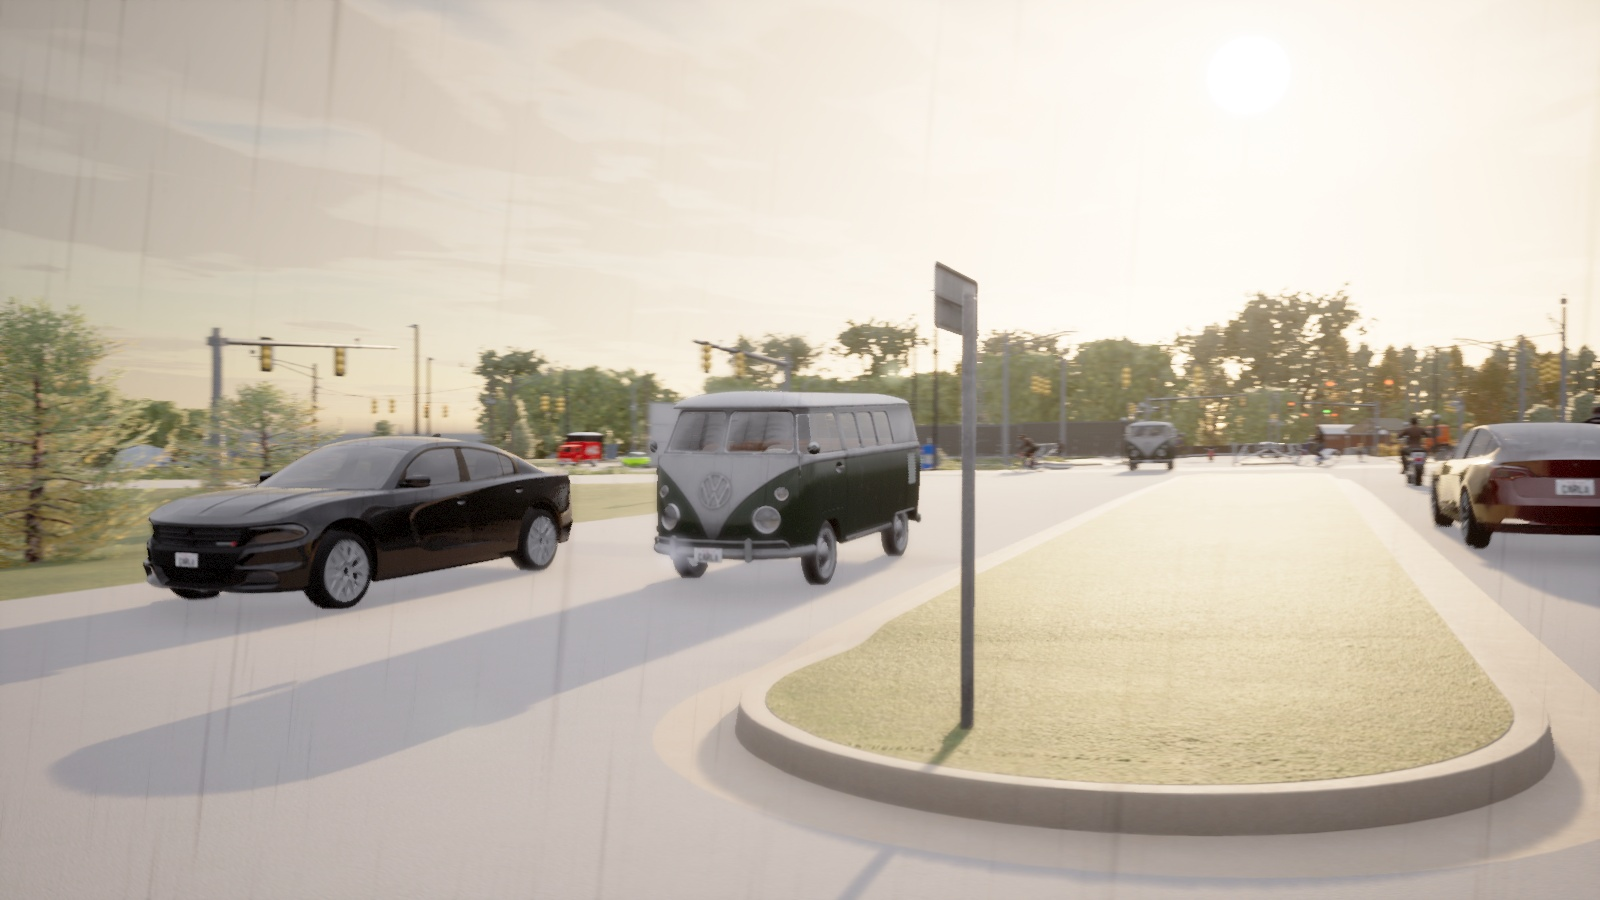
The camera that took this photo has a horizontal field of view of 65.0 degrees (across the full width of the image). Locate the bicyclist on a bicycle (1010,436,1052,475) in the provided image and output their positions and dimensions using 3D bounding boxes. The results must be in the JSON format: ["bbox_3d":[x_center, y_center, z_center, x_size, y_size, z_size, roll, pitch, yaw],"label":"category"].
[{"bbox_3d":[9.773,0.226,53.155,1.656,1.620,0.582,-1,0,21],"label":"bicyclist on a bicycle"}]

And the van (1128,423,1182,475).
[{"bbox_3d":[14.571,-0.064,51.345,1.775,1.987,4.442,-1,1,20],"label":"van"}]

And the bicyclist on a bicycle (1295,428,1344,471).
[{"bbox_3d":[21.627,-0.013,52.307,1.843,1.776,0.659,0,-2,21],"label":"bicyclist on a bicycle"}]

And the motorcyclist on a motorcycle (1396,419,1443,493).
[{"bbox_3d":[14.481,0.134,29.418,0.766,1.649,2.350,0,0,21],"label":"motorcyclist on a motorcycle"}]

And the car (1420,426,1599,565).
[{"bbox_3d":[9.409,0.456,16.063,2.163,1.488,4.792,0,2,20],"label":"car"}]

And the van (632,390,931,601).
[{"bbox_3d":[-0.002,0.330,14.149,1.775,1.987,4.442,1,3,22],"label":"van"}]

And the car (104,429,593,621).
[{"bbox_3d":[-4.271,0.573,12.947,1.882,1.535,5.008,1,1,22],"label":"car"}]
